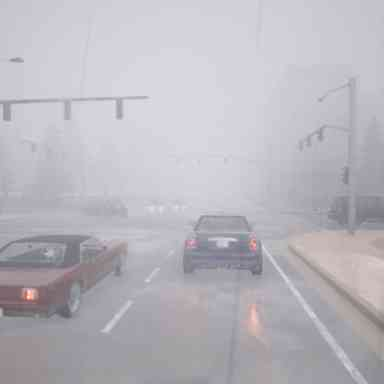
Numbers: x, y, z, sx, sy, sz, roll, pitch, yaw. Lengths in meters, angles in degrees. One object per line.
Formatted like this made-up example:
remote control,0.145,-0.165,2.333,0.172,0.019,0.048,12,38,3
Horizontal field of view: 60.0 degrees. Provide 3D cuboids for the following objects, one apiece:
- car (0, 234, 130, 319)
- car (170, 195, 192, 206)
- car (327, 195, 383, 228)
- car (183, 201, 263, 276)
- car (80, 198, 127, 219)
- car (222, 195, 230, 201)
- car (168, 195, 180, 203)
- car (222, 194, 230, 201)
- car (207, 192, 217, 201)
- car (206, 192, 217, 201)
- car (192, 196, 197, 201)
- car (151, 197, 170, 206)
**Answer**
car,-2.844,1.571,7.335,1.895,1.301,4.718,0,0,5
car,-1.693,1.464,52.435,1.994,1.385,4.181,0,0,6
car,11.708,1.255,21.497,5.566,2.045,2.150,0,0,7
car,0.961,1.341,10.550,2.097,1.767,4.553,0,0,5
car,-7.560,1.258,28.155,4.553,1.767,2.097,0,0,41
car,7.775,1.464,76.217,1.994,1.385,4.181,0,0,6
car,-3.586,1.387,68.067,1.812,1.442,4.674,0,0,6
car,8.637,1.381,84.885,1.882,1.535,5.008,0,0,6
car,5.158,1.107,85.260,2.150,2.045,5.566,0,0,6
car,4.194,1.415,75.571,1.812,1.442,4.674,0,0,6
car,-0.076,1.438,67.998,1.994,1.385,4.181,0,0,6
car,-5.202,1.479,52.517,1.895,1.301,4.718,0,0,6
